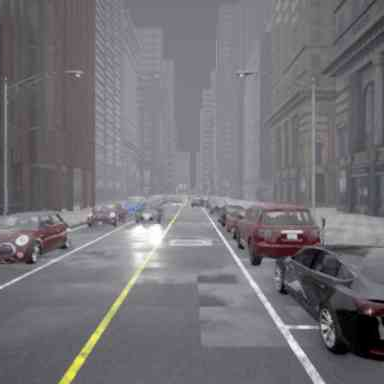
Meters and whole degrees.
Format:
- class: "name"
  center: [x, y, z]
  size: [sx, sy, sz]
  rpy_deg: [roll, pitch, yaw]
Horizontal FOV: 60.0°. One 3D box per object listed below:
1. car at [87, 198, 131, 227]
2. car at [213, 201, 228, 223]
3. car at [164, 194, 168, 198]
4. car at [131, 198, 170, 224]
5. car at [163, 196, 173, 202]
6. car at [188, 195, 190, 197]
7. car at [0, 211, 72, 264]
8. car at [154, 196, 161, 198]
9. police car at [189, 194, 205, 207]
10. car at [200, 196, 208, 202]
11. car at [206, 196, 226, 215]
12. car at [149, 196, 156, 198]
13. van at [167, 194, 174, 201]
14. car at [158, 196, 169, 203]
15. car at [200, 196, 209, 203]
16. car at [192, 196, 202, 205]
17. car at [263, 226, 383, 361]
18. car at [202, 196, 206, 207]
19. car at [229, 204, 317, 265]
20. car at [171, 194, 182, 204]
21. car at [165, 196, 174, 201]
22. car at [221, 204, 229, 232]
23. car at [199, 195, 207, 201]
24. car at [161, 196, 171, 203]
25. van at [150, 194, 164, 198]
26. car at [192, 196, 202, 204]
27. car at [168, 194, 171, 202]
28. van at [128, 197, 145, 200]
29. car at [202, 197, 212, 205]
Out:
- class: "car"
  center: [-5.758, 1.447, 22.835]
  size: [1.967, 1.590, 4.097]
  rpy_deg: [0, 0, 0]
- class: "car"
  center: [2.768, 1.573, 22.841]
  size: [1.947, 1.339, 4.313]
  rpy_deg: [0, 0, 0]
- class: "car"
  center: [-5.747, 1.466, 56.654]
  size: [1.967, 1.590, 4.097]
  rpy_deg: [0, 0, 0]
- class: "car"
  center: [-3.091, 1.500, 25.246]
  size: [2.128, 1.511, 4.902]
  rpy_deg: [0, 0, 0]
- class: "car"
  center: [-5.740, 1.595, 79.201]
  size: [2.008, 1.369, 4.403]
  rpy_deg: [0, 0, 0]
- class: "car"
  center: [0.028, 1.405, 84.836]
  size: [2.033, 1.411, 5.357]
  rpy_deg: [0, 0, 0]
- class: "car"
  center: [-5.761, 1.444, 11.562]
  size: [1.967, 1.590, 4.097]
  rpy_deg: [0, 0, 0]
- class: "car"
  center: [-5.750, 1.568, 45.381]
  size: [2.008, 1.369, 4.403]
  rpy_deg: [0, 0, 0]
- class: "police car"
  center: [0.917, 1.447, 51.104]
  size: [1.930, 1.638, 5.238]
  rpy_deg: [0, 0, 0]
- class: "car"
  center: [2.785, 1.626, 79.204]
  size: [1.802, 1.307, 4.206]
  rpy_deg: [0, 0, 0]
- class: "car"
  center: [2.771, 1.451, 34.113]
  size: [1.967, 1.590, 4.097]
  rpy_deg: [0, 0, 0]
- class: "car"
  center: [-5.752, 1.539, 39.575]
  size: [1.752, 1.417, 4.829]
  rpy_deg: [0, 0, 0]
- class: "van"
  center: [-5.737, 1.399, 90.475]
  size: [1.690, 1.788, 3.998]
  rpy_deg: [0, 0, 0]
- class: "car"
  center: [-5.743, 1.600, 67.928]
  size: [1.947, 1.339, 4.313]
  rpy_deg: [0, 0, 0]
- class: "car"
  center: [2.784, 1.621, 73.567]
  size: [1.802, 1.307, 4.206]
  rpy_deg: [0, 0, 0]
- class: "car"
  center: [0.920, 1.485, 61.184]
  size: [1.801, 1.575, 5.366]
  rpy_deg: [0, 0, 0]
- class: "car"
  center: [2.762, 1.568, 5.932]
  size: [1.947, 1.339, 4.313]
  rpy_deg: [0, 0, 0]
- class: "car"
  center: [2.775, 1.583, 45.385]
  size: [1.947, 1.339, 4.313]
  rpy_deg: [0, 0, 0]
- class: "car"
  center: [2.763, 1.319, 11.568]
  size: [2.192, 1.841, 5.009]
  rpy_deg: [0, 0, 0]
- class: "car"
  center: [-2.988, 1.589, 66.448]
  size: [1.994, 1.385, 4.181]
  rpy_deg: [0, 0, 0]
- class: "car"
  center: [-5.738, 1.633, 84.838]
  size: [1.802, 1.307, 4.206]
  rpy_deg: [0, 0, 0]
- class: "car"
  center: [2.766, 1.550, 17.205]
  size: [1.887, 1.381, 4.507]
  rpy_deg: [0, 0, 0]
- class: "car"
  center: [2.786, 1.491, 84.840]
  size: [1.967, 1.590, 4.097]
  rpy_deg: [0, 0, 0]
- class: "car"
  center: [-5.741, 1.605, 73.565]
  size: [1.947, 1.339, 4.313]
  rpy_deg: [0, 0, 0]
- class: "van"
  center: [-5.749, 1.362, 51.018]
  size: [1.690, 1.788, 3.998]
  rpy_deg: [0, 0, 0]
- class: "car"
  center: [0.922, 1.512, 66.994]
  size: [1.882, 1.535, 5.008]
  rpy_deg: [0, 0, 0]
- class: "car"
  center: [-5.746, 1.345, 62.292]
  size: [2.192, 1.841, 5.009]
  rpy_deg: [0, 0, 0]
- class: "van"
  center: [-5.755, 1.352, 34.108]
  size: [1.690, 1.788, 3.998]
  rpy_deg: [0, 0, 0]
- class: "car"
  center: [2.780, 1.612, 62.295]
  size: [1.802, 1.307, 4.206]
  rpy_deg: [0, 0, 0]
